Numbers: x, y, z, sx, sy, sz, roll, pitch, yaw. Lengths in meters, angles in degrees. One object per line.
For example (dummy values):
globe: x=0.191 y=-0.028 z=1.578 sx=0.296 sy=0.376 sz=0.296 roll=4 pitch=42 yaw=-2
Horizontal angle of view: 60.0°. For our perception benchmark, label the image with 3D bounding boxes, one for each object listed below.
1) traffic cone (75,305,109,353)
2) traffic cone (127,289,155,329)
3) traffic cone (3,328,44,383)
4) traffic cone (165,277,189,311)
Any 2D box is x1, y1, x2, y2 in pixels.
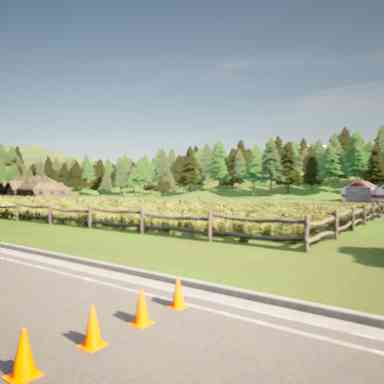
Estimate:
traffic cone: x=-1.446 y=1.936 z=4.824 sx=0.340 sy=0.580 sz=0.340 roll=0 pitch=0 yaw=36
traffic cone: x=-0.864 y=1.937 z=5.637 sx=0.340 sy=0.580 sz=0.340 roll=0 pitch=0 yaw=36
traffic cone: x=-2.029 y=1.936 z=4.011 sx=0.340 sy=0.580 sz=0.340 roll=0 pitch=0 yaw=36
traffic cone: x=-0.282 y=1.938 z=6.450 sx=0.340 sy=0.580 sz=0.340 roll=0 pitch=0 yaw=36
